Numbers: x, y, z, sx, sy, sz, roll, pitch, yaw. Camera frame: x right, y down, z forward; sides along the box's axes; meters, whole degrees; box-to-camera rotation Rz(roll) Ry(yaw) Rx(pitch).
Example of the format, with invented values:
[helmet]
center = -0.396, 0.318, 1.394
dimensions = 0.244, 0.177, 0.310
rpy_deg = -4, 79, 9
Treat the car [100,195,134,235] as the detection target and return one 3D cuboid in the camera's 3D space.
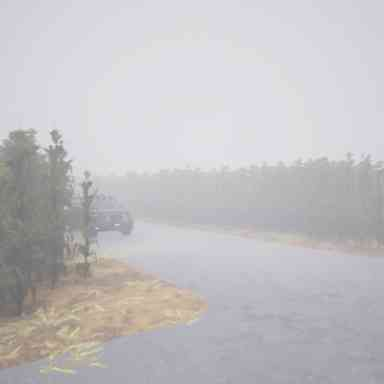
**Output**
[car]
center = -5.142, 1.218, 18.119
dimensions = 2.150, 2.045, 5.566
rpy_deg = 0, 0, -35
